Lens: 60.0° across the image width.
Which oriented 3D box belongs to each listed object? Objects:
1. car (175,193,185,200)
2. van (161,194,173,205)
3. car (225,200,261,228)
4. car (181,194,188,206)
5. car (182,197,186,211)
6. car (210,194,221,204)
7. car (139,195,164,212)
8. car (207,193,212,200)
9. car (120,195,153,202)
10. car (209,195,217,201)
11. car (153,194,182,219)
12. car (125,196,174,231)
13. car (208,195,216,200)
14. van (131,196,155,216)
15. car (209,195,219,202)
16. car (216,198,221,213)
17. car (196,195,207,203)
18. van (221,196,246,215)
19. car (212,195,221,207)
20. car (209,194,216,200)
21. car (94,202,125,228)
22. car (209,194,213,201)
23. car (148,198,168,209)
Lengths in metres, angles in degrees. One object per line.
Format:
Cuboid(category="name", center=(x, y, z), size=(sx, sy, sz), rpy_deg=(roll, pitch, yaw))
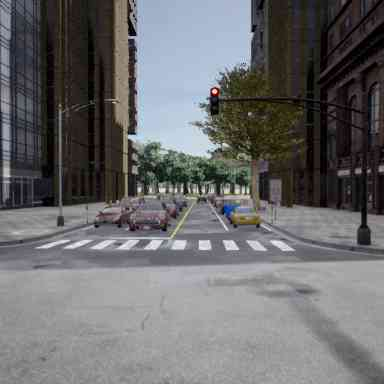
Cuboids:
Cuboid(category="car", center=(-3.248, 1.130, 90.053), size=(2.192, 1.841, 5.009), rpy_deg=(0, 0, 2))
Cuboid(category="van", center=(-4.186, 1.254, 55.989), size=(1.690, 1.788, 3.998), rpy_deg=(0, 0, 2))
Cuboid(category="car", center=(3.404, 1.509, 21.867), size=(1.752, 1.417, 4.829), rpy_deg=(-1, 0, 2))
Cuboid(category="car", center=(-1.656, 1.435, 49.202), size=(1.837, 1.490, 4.892), rpy_deg=(0, 0, 3))
Cuboid(category="car", center=(-2.002, 1.557, 38.074), size=(1.895, 1.301, 4.718), rpy_deg=(0, 0, 2))
Cuboid(category="car", center=(4.182, 1.473, 50.084), size=(1.887, 1.381, 4.507), rpy_deg=(-1, 0, 2))
Cuboid(category="car", center=(-4.655, 1.270, 38.957), size=(2.192, 1.841, 5.009), rpy_deg=(-1, 0, 2))
Cuboid(category="car", center=(4.493, 1.213, 61.437), size=(2.192, 1.841, 5.009), rpy_deg=(-1, 0, 2))
Cuboid(category="car", center=(-4.969, 1.291, 27.601), size=(2.192, 1.841, 5.009), rpy_deg=(-1, 0, 2))
Cuboid(category="car", center=(4.964, 1.432, 78.469), size=(1.802, 1.307, 4.206), rpy_deg=(0, 0, 2))
Cuboid(category="car", center=(-2.255, 1.325, 28.988), size=(2.097, 1.767, 4.553), rpy_deg=(0, 0, 2))
Cuboid(category="car", center=(-2.442, 1.338, 20.178), size=(2.097, 1.767, 4.553), rpy_deg=(0, 0, 0))
Cuboid(category="car", center=(5.276, 1.381, 89.823), size=(1.947, 1.339, 4.313), rpy_deg=(0, 0, 2))
Cuboid(category="van", center=(-4.812, 1.307, 33.279), size=(1.690, 1.788, 3.998), rpy_deg=(-1, 0, 2))
Cuboid(category="car", center=(4.807, 1.417, 72.791), size=(2.008, 1.369, 4.403), rpy_deg=(0, 0, 2))
Cuboid(category="car", center=(3.713, 1.532, 33.053), size=(1.947, 1.339, 4.313), rpy_deg=(-1, 0, 2))
Cuboid(category="car", center=(1.959, 1.391, 65.843), size=(1.837, 1.490, 4.892), rpy_deg=(0, 0, 2))
Cuboid(category="van", center=(3.554, 1.317, 27.375), size=(1.690, 1.788, 3.998), rpy_deg=(-1, 0, 2))
Cuboid(category="car", center=(4.030, 1.467, 44.577), size=(1.752, 1.417, 4.829), rpy_deg=(-1, 0, 2))
Cuboid(category="car", center=(5.124, 1.358, 84.315), size=(1.752, 1.417, 4.829), rpy_deg=(0, 0, 2))
Cuboid(category="car", center=(-5.122, 1.566, 21.923), size=(1.802, 1.307, 4.206), rpy_deg=(-1, 0, 2))
Cuboid(category="car", center=(4.338, 1.464, 55.761), size=(2.008, 1.369, 4.403), rpy_deg=(-1, 0, 2))
Cuboid(category="car", center=(-4.497, 1.492, 44.635), size=(2.008, 1.369, 4.403), rpy_deg=(-1, 0, 2))
